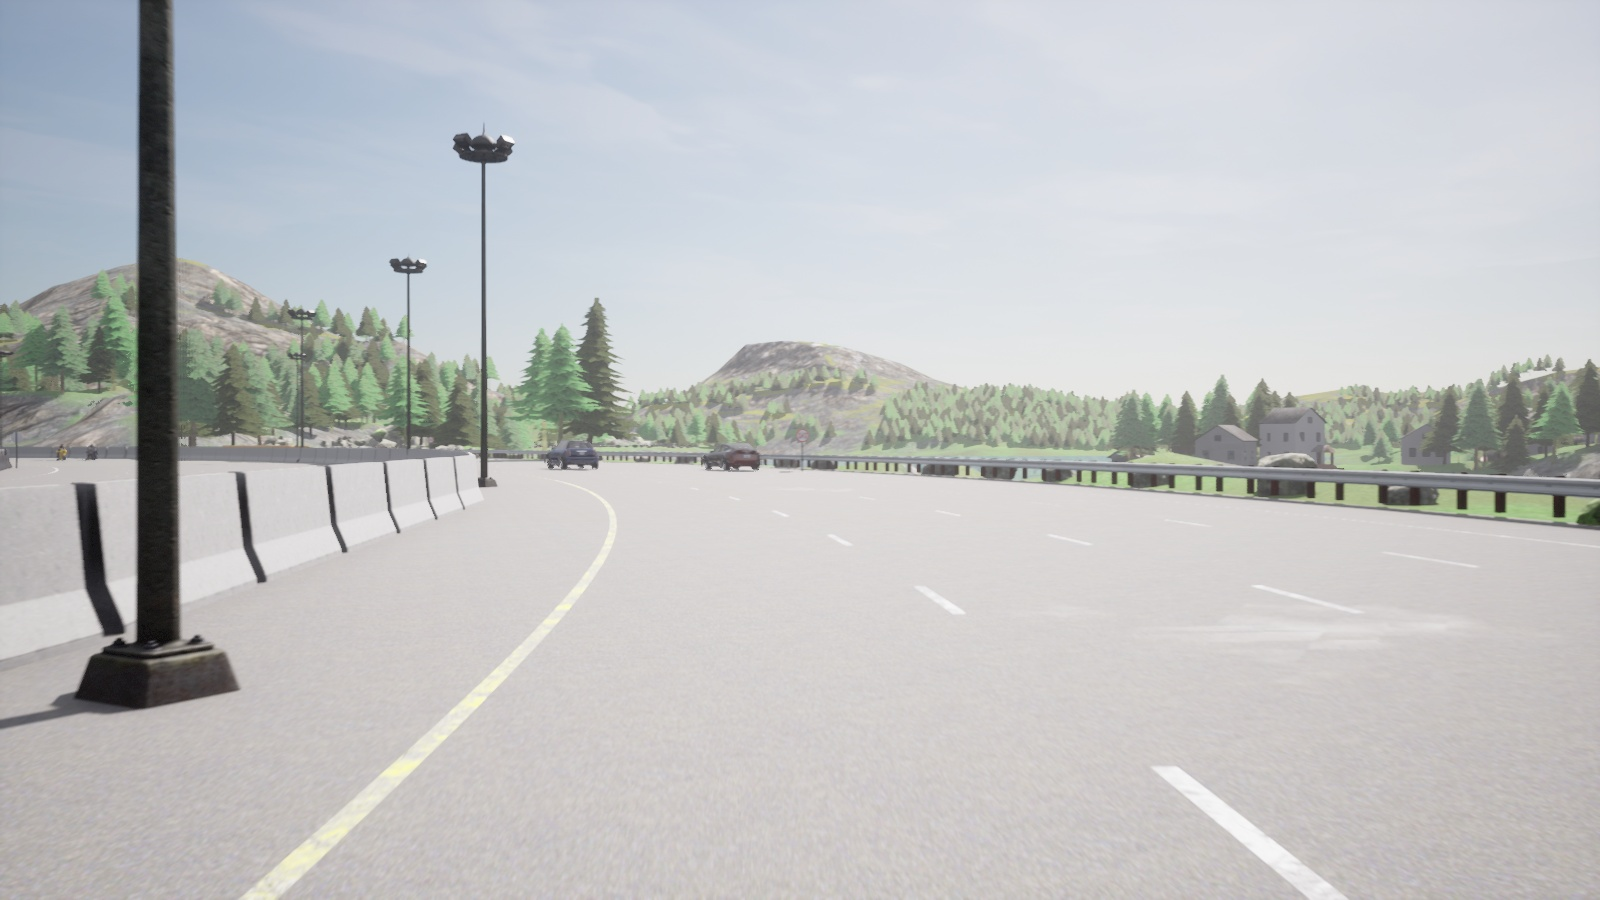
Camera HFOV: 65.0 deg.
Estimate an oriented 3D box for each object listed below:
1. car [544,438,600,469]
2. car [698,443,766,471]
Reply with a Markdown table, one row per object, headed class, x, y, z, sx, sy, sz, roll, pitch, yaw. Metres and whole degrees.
| class | x | y | z | sx | sy | sz | roll | pitch | yaw |
| --- | --- | --- | --- | --- | --- | --- | --- | --- | --- |
| car | -13.286 | 0.188 | 72.891 | 2.097 | 1.767 | 4.553 | 0 | 0 | -26 |
| car | -3.780 | 0.356 | 68.936 | 2.163 | 1.488 | 4.792 | 0 | 0 | -23 |
